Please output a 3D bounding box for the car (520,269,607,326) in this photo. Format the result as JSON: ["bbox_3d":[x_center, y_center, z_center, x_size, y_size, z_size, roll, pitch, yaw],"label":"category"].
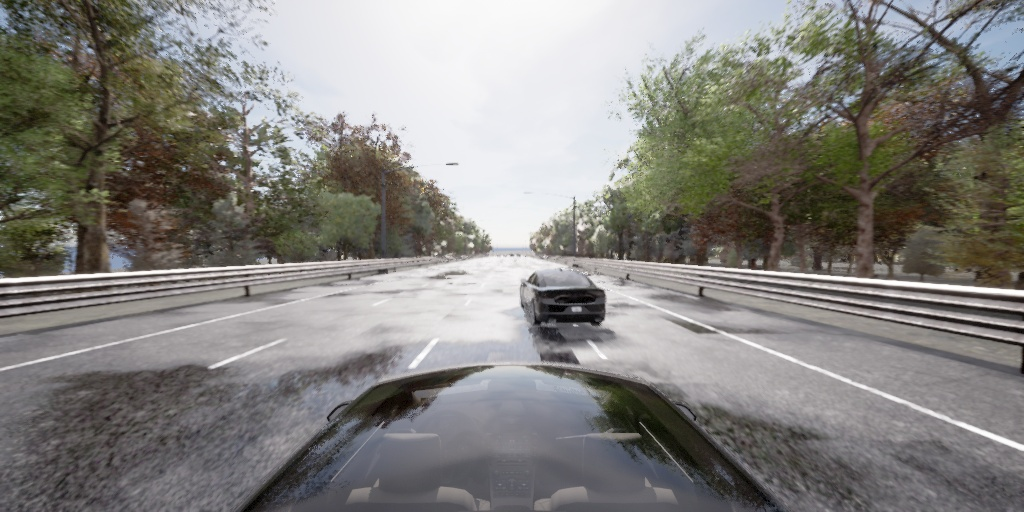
[{"bbox_3d":[1.376,1.147,11.297,1.882,1.535,5.008,0,0,-5],"label":"car"}]
